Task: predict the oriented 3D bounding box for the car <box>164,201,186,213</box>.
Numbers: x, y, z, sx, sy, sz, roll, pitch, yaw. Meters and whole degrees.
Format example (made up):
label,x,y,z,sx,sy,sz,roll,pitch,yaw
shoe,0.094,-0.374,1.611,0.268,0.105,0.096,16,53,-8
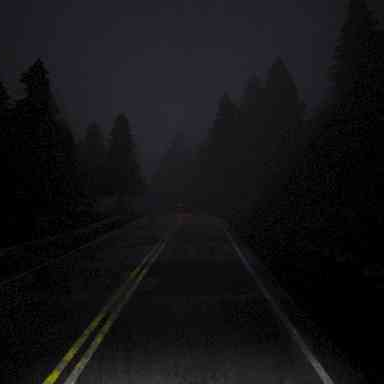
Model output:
label,x,y,z,sx,sy,sz,roll,pitch,yaw
car,-2.231,1.963,42.269,2.128,1.511,4.902,2,-4,-20
